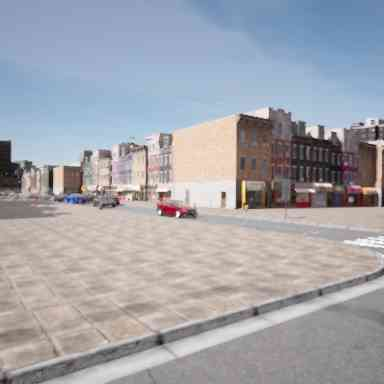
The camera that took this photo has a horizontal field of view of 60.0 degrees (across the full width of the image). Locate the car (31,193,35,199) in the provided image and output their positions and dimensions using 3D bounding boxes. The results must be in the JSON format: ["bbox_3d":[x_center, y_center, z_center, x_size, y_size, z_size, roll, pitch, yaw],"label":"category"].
[{"bbox_3d":[-32.984,0.893,72.063,1.887,1.381,4.507,1,0,-35],"label":"car"}]

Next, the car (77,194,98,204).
[{"bbox_3d":[-17.075,1.037,54.145,1.837,1.490,4.892,1,0,-35],"label":"car"}]

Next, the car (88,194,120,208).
[{"bbox_3d":[-10.764,1.199,40.675,1.947,1.339,4.313,1,0,-35],"label":"car"}]

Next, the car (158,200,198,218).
[{"bbox_3d":[-1.242,1.336,27.225,1.887,1.381,4.507,1,0,-35],"label":"car"}]

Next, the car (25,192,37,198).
[{"bbox_3d":[-39.235,0.813,80.892,1.752,1.417,4.829,1,0,-35],"label":"car"}]

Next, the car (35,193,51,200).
[{"bbox_3d":[-29.810,0.934,67.579,2.008,1.369,4.403,1,0,-35],"label":"car"}]

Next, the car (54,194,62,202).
[{"bbox_3d":[-21.316,1.010,54.903,1.812,1.442,4.674,1,0,-35],"label":"car"}]

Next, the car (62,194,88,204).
[{"bbox_3d":[-17.264,1.016,49.195,1.882,1.535,5.008,1,0,-35],"label":"car"}]

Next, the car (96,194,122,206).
[{"bbox_3d":[-11.665,1.113,46.592,1.837,1.490,4.892,1,0,-35],"label":"car"}]

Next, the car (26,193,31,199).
[{"bbox_3d":[-36.159,0.861,76.547,1.887,1.381,4.507,1,0,-35],"label":"car"}]
